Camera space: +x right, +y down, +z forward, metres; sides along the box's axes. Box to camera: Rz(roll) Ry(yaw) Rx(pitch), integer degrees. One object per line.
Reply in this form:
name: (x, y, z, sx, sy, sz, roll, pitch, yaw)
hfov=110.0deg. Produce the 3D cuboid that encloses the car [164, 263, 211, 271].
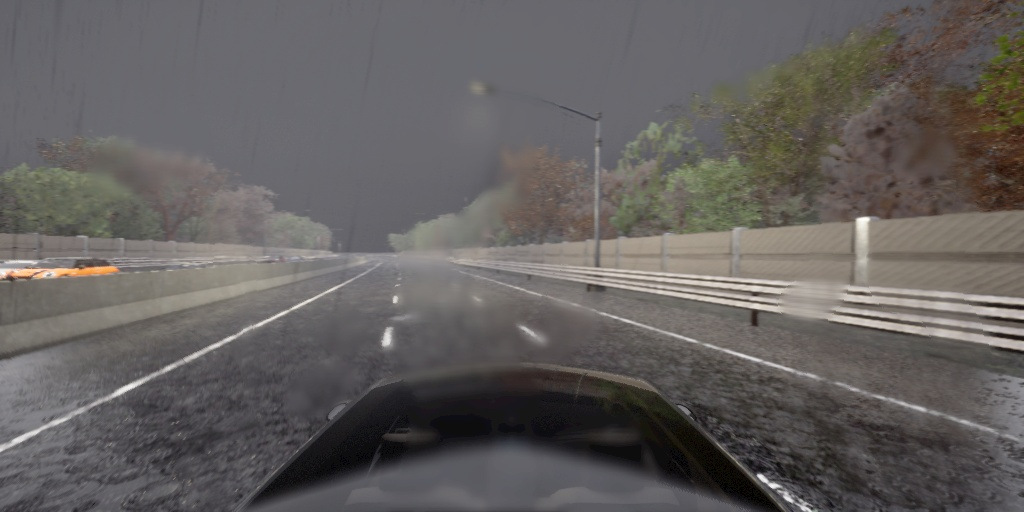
car: (-19.736, 1.120, 21.740, 1.895, 1.301, 4.718, 1, 0, -17)

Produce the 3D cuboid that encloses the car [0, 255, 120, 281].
car: (-22.187, 0.852, 17.756, 2.097, 1.767, 4.553, 1, 0, -17)

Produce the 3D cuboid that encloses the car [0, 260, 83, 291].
car: (-26.327, 0.979, 19.352, 1.812, 1.442, 4.674, 1, 0, -17)
